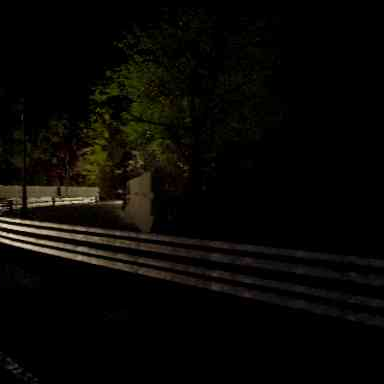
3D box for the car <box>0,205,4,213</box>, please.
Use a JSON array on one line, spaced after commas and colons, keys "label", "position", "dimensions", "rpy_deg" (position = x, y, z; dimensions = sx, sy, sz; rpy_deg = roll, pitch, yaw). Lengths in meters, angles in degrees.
[{"label": "car", "position": [-20.701, 1.455, 33.489], "dimensions": [2.128, 1.511, 4.902], "rpy_deg": [0, 0, -7]}]
